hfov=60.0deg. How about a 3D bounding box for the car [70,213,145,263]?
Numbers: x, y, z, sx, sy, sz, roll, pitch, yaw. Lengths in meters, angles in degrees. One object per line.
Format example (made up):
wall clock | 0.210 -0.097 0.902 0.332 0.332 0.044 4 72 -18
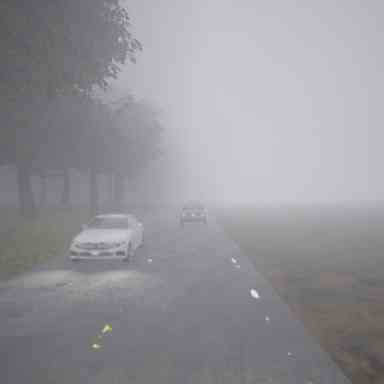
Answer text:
car | -2.849 1.520 12.104 1.812 1.442 4.674 0 0 0

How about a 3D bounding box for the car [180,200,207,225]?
car | 0.100 1.545 23.903 2.033 1.411 5.357 0 0 0
